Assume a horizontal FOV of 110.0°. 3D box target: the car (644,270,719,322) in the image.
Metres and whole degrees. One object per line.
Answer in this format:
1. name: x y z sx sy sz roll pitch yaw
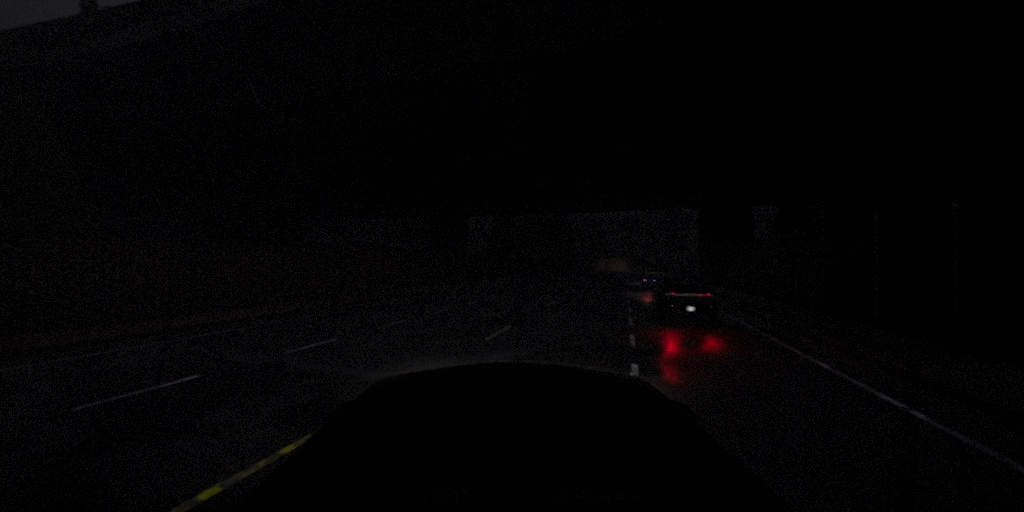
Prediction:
1. car: 6.282 1.459 13.408 2.128 1.511 4.902 0 -1 18

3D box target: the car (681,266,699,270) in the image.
1. car: 29.572 2.236 55.726 5.008 1.535 1.882 1 -1 5

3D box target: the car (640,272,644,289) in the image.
1. car: 10.661 1.798 27.130 1.895 1.301 4.718 0 -1 19
